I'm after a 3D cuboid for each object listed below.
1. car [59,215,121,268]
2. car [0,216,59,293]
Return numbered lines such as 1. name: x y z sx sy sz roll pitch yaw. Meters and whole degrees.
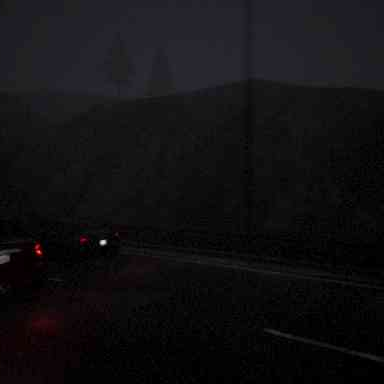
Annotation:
1. car: -4.356 1.472 10.936 4.181 1.385 1.994 0 1 32
2. car: -5.406 1.304 7.458 4.553 1.767 2.097 0 1 32
